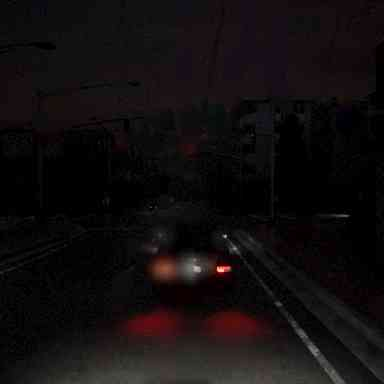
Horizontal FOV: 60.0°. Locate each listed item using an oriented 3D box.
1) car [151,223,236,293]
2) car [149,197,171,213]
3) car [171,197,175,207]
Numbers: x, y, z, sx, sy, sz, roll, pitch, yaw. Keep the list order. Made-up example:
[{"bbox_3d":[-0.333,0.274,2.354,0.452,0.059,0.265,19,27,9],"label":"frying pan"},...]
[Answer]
[{"bbox_3d":[0.036,1.547,8.960,2.033,1.411,5.357,0,0,0],"label":"car"},{"bbox_3d":[-3.693,1.504,37.238,1.837,1.490,4.892,0,0,0],"label":"car"},{"bbox_3d":[-3.725,1.477,52.110,1.882,1.535,5.008,0,0,0],"label":"car"}]
